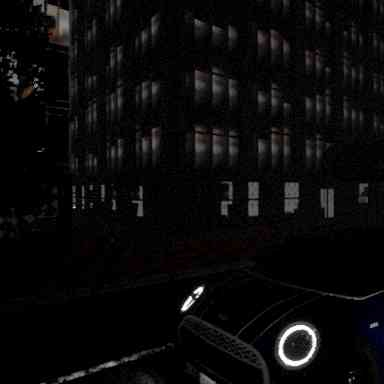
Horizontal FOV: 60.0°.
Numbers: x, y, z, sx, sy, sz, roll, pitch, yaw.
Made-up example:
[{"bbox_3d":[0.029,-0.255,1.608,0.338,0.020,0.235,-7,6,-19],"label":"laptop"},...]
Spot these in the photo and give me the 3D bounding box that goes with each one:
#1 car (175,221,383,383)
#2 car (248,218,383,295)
[{"bbox_3d":[1.997,1.362,4.690,4.553,1.767,2.097,0,0,-36],"label":"car"},{"bbox_3d":[3.874,1.571,9.360,4.403,1.369,2.008,0,-1,-36],"label":"car"}]
